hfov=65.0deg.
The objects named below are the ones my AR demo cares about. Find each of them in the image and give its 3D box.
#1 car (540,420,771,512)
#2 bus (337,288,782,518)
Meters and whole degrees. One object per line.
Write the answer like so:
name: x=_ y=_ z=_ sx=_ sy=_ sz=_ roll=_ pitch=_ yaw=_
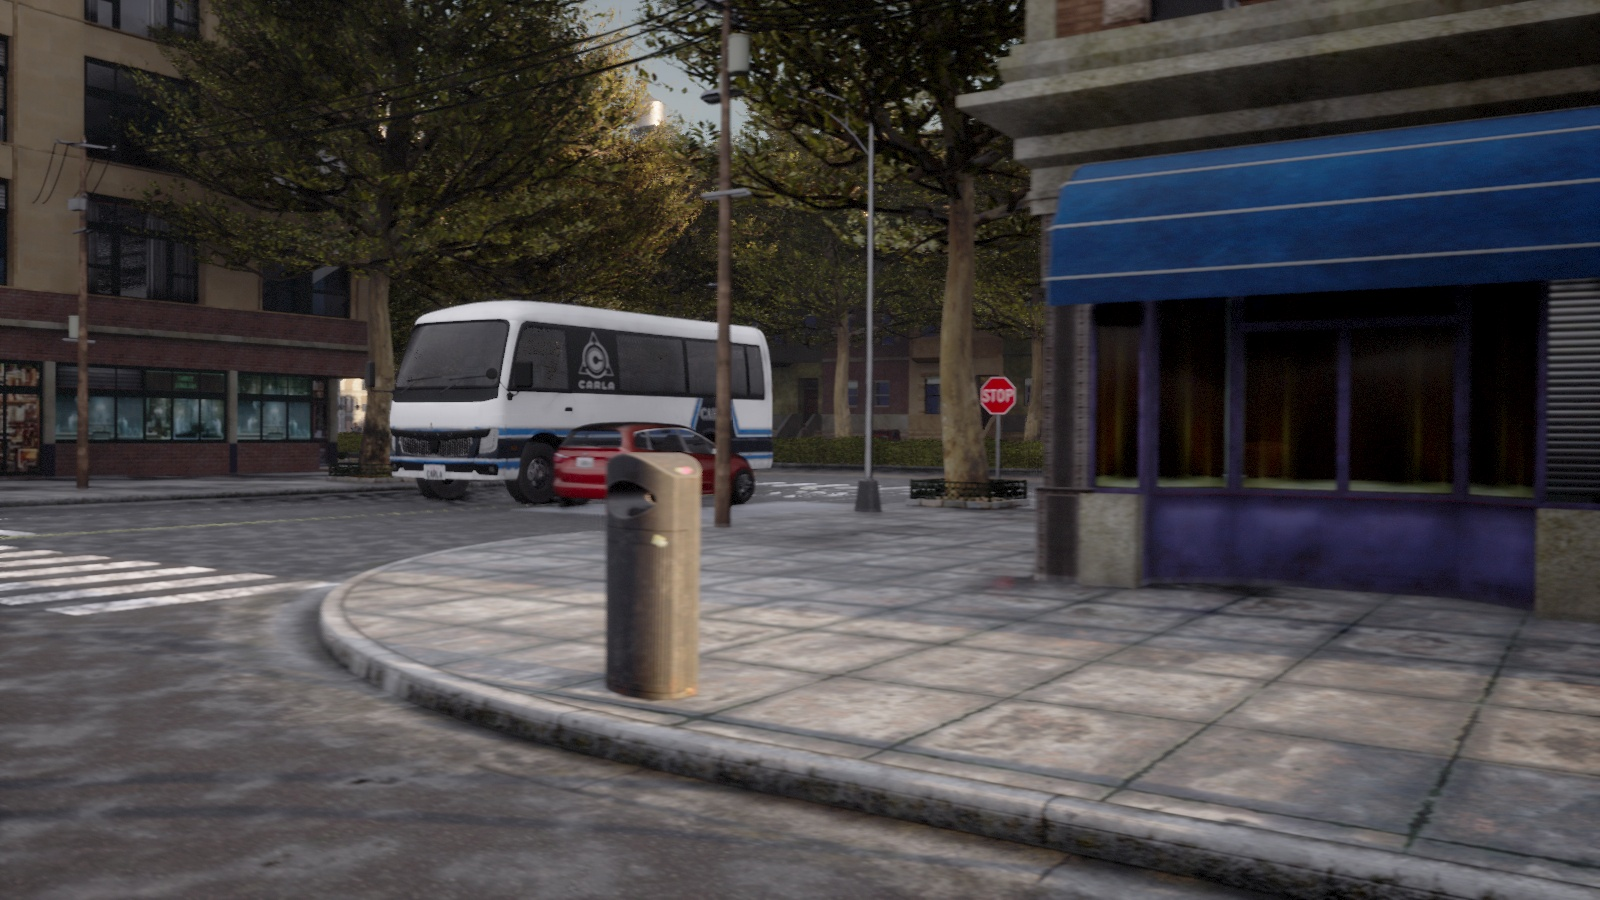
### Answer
car: x=-2.795 y=0.258 z=25.386 sx=2.242 sy=1.667 sz=4.611 roll=0 pitch=1 yaw=32
bus: x=-4.895 y=-0.987 z=28.617 sx=3.944 sy=4.253 sz=10.273 roll=0 pitch=1 yaw=32
